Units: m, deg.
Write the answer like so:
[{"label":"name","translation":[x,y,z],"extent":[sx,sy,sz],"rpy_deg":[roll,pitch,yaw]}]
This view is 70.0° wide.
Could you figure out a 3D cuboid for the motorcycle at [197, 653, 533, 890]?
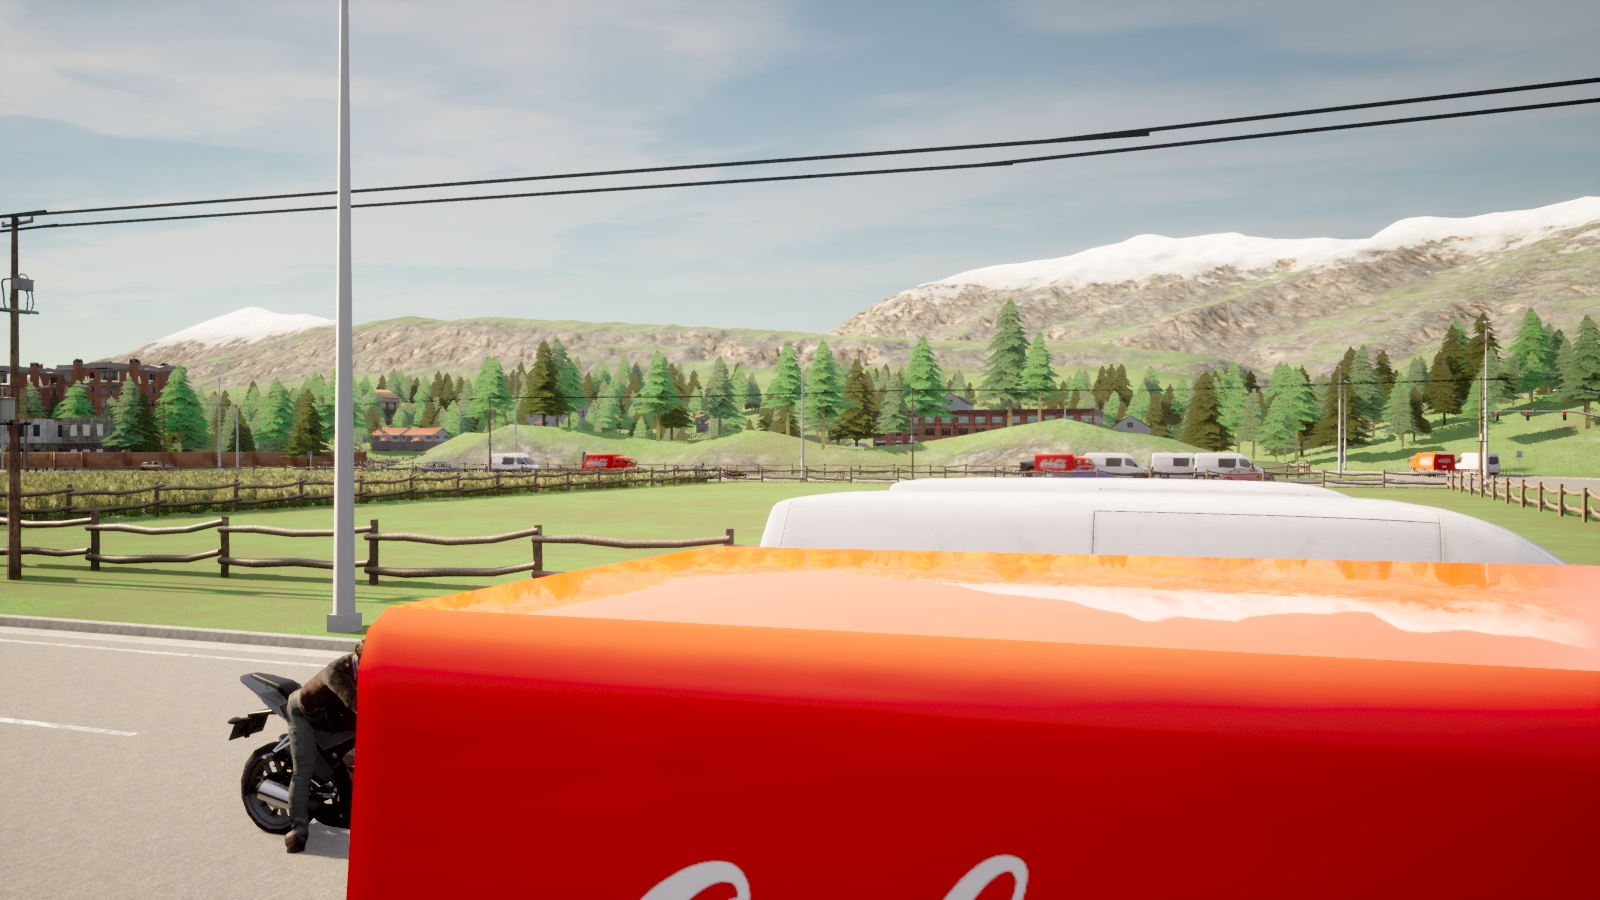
[{"label":"motorcycle","translation":[-3.100,2.209,8.150],"extent":[2.209,1.251,0.867],"rpy_deg":[0,0,20]}]

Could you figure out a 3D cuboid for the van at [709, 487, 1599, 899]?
[{"label":"van","translation":[2.633,1.535,6.060],"extent":[5.915,2.561,1.988],"rpy_deg":[0,0,20]}]

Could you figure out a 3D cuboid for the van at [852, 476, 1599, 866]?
[{"label":"van","translation":[3.552,1.535,9.450],"extent":[5.915,2.561,1.988],"rpy_deg":[0,0,20]}]

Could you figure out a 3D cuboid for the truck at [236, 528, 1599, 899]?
[{"label":"truck","translation":[1.689,1.568,2.754],"extent":[5.204,2.467,2.627],"rpy_deg":[0,0,21]}]
